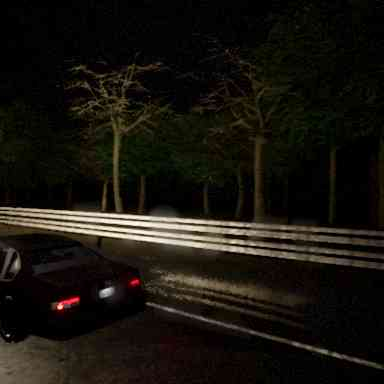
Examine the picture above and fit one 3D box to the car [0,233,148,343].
[{"bbox_3d":[-3.293,1.542,6.444,5.357,1.411,2.033,0,0,36],"label":"car"}]
